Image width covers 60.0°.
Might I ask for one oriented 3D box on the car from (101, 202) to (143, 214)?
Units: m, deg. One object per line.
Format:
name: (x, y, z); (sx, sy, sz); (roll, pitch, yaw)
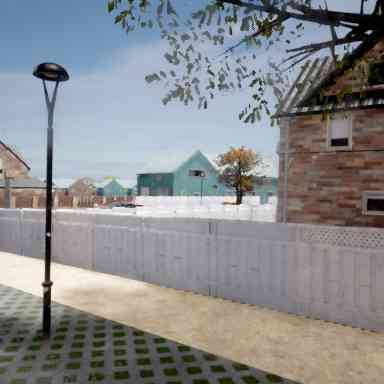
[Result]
car: (-6.288, 1.622, 28.722); (4.892, 1.490, 1.837); (2, 1, -42)

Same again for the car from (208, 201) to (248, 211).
car: (4.110, 1.732, 37.249); (5.008, 1.535, 1.882); (1, 1, -36)
